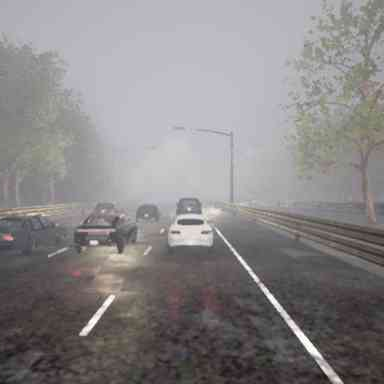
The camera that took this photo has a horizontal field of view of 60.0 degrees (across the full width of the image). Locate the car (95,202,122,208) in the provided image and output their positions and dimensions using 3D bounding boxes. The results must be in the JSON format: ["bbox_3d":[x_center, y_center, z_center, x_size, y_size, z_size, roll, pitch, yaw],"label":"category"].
[{"bbox_3d":[-7.267,1.648,29.211,2.097,1.767,4.553,0,-1,-1],"label":"car"}]

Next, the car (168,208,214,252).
[{"bbox_3d":[-0.057,1.672,14.574,1.812,1.442,4.674,0,0,0],"label":"car"}]

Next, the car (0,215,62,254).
[{"bbox_3d":[-7.058,1.689,14.101,2.033,1.411,5.357,0,-1,0],"label":"car"}]

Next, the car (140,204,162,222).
[{"bbox_3d":[-3.771,1.781,29.667,1.882,1.535,5.008,0,0,-1],"label":"car"}]

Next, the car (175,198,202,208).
[{"bbox_3d":[-0.270,1.515,29.287,2.150,2.045,5.566,0,0,-1],"label":"car"}]

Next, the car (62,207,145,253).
[{"bbox_3d":[-3.558,1.637,14.435,2.128,1.511,4.902,0,0,0],"label":"car"}]
